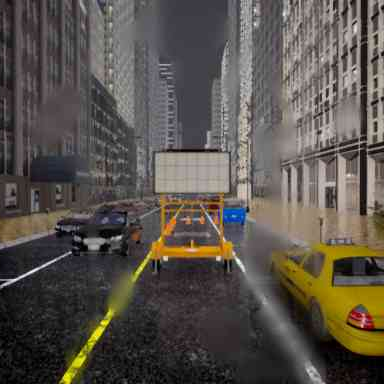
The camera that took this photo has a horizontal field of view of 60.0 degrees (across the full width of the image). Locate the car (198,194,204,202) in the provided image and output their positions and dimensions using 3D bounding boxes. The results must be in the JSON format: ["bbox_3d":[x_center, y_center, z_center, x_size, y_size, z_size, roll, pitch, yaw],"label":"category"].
[{"bbox_3d":[2.693,1.530,62.938,2.008,1.369,4.403,-1,0,0],"label":"car"}]

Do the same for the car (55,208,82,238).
[{"bbox_3d":[-5.695,1.545,17.471,2.008,1.369,4.403,-1,0,0],"label":"car"}]

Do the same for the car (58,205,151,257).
[{"bbox_3d":[-3.099,1.487,12.956,2.128,1.511,4.902,0,0,0],"label":"car"}]

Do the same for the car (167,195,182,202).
[{"bbox_3d":[-2.993,1.329,60.889,2.097,1.767,4.553,0,0,0],"label":"car"}]

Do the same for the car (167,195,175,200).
[{"bbox_3d":[-5.683,1.493,91.188,1.752,1.417,4.829,-1,0,0],"label":"car"}]

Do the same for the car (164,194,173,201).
[{"bbox_3d":[-5.686,1.412,79.991,1.967,1.590,4.097,-1,0,0],"label":"car"}]

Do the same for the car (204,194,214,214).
[{"bbox_3d":[2.686,1.304,34.520,2.192,1.841,5.009,-1,0,0],"label":"car"}]

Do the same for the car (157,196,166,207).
[{"bbox_3d":[-5.690,1.534,51.573,2.008,1.369,4.403,-1,0,0],"label":"car"}]

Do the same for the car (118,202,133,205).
[{"bbox_3d":[-5.694,1.558,23.154,1.947,1.339,4.313,-1,0,0],"label":"car"}]

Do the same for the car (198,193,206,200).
[{"bbox_3d":[2.695,1.282,91.357,2.192,1.841,5.009,-1,0,0],"label":"car"}]

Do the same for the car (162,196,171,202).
[{"bbox_3d":[-5.685,1.556,74.307,1.802,1.307,4.206,-1,0,0],"label":"car"}]

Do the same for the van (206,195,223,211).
[{"bbox_3d":[2.687,1.328,40.204,1.690,1.788,3.998,-1,0,0],"label":"van"}]

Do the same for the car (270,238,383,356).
[{"bbox_3d":[2.684,1.523,6.272,1.752,1.417,4.829,-1,0,0],"label":"car"}]

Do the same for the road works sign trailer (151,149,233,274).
[{"bbox_3d":[0.003,0.461,10.502,2.380,3.560,2.880,0,0,0],"label":"road works sign trailer"}]

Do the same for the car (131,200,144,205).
[{"bbox_3d":[-5.693,1.535,28.838,1.887,1.381,4.507,-1,0,0],"label":"car"}]

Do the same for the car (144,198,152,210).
[{"bbox_3d":[-5.693,1.539,34.522,2.008,1.369,4.403,-1,0,0],"label":"car"}]

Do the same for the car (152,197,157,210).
[{"bbox_3d":[-5.691,1.569,40.205,1.802,1.307,4.206,-1,0,0],"label":"car"}]

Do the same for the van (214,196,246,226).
[{"bbox_3d":[2.685,1.333,23.153,1.690,1.788,3.998,-1,0,0],"label":"van"}]
